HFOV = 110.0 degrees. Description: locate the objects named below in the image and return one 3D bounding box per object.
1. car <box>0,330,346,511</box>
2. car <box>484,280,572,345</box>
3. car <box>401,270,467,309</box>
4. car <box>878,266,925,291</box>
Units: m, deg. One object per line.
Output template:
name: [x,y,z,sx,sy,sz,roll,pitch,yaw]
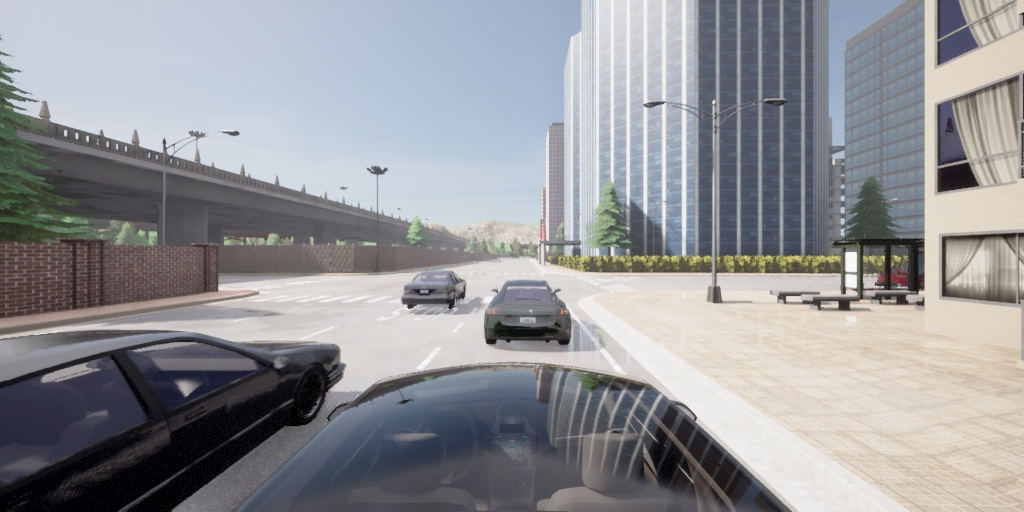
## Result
car: [-3.282,1.298,2.617,2.033,1.411,5.357,0,0,0]
car: [0.382,1.313,9.531,1.994,1.385,4.181,0,0,1]
car: [-3.073,1.296,15.029,2.033,1.411,5.357,0,0,0]
car: [25.478,1.281,21.862,5.008,1.535,1.882,0,0,2]
